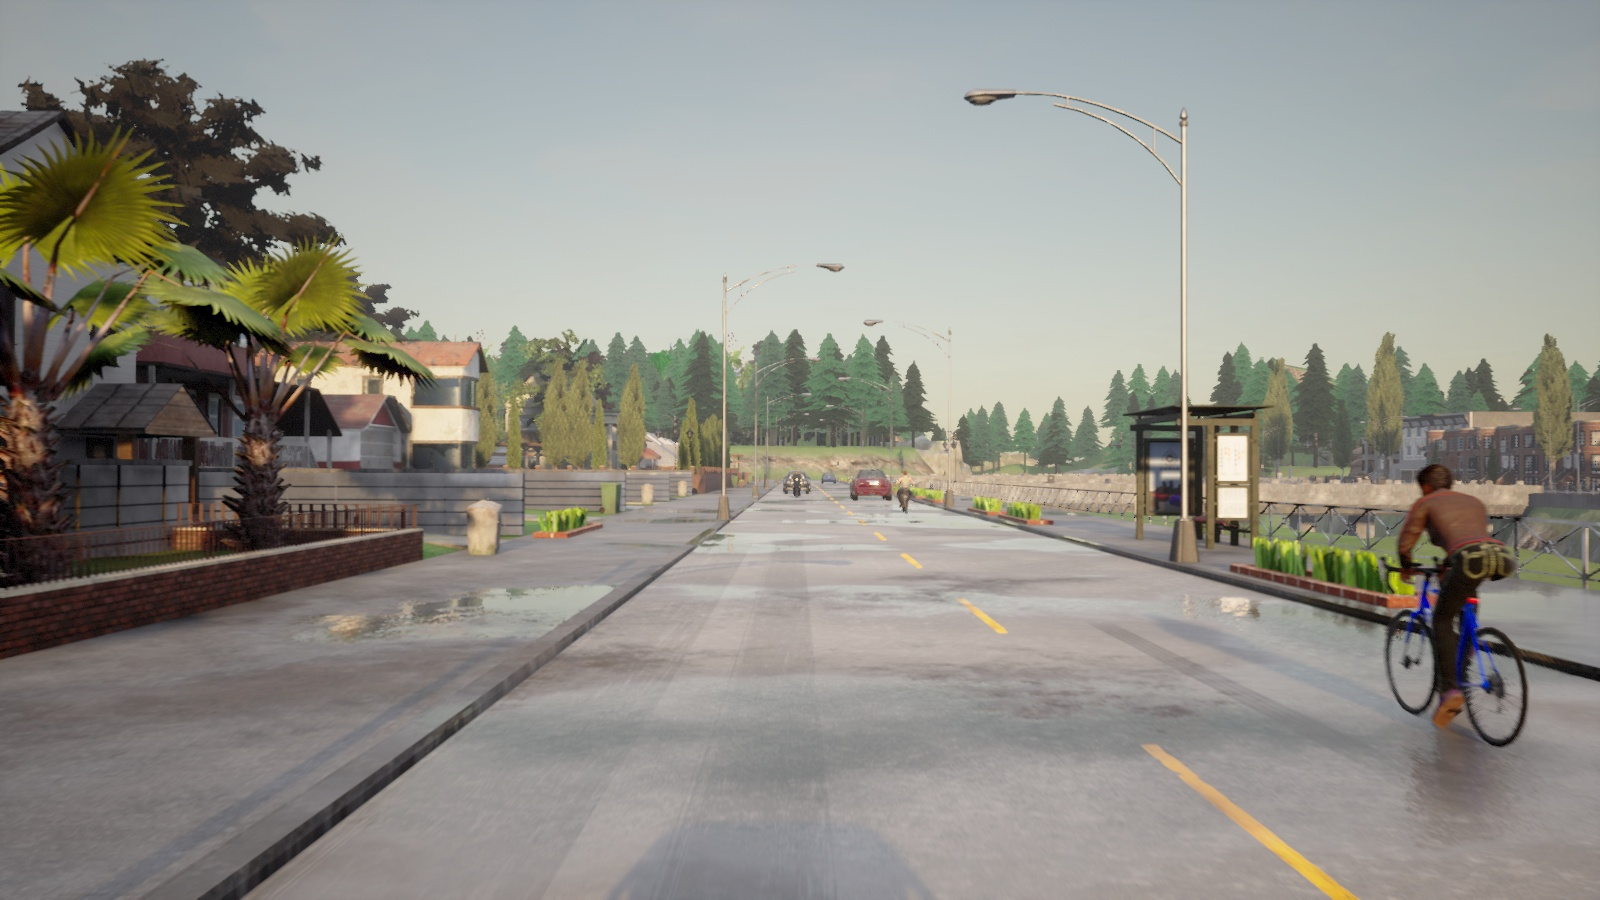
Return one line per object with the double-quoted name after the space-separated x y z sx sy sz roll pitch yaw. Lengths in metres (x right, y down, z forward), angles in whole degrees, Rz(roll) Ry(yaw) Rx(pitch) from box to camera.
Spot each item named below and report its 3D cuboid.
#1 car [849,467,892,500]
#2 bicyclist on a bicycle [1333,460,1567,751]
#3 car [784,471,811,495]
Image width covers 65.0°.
3.838 1.809 68.748 2.097 1.767 4.553 0 -1 0 "car"
3.982 0.883 7.845 0.582 1.620 1.656 0 -1 0 "bicyclist on a bicycle"
-0.201 2.222 85.323 1.789 1.549 3.705 0 -1 0 "car"
